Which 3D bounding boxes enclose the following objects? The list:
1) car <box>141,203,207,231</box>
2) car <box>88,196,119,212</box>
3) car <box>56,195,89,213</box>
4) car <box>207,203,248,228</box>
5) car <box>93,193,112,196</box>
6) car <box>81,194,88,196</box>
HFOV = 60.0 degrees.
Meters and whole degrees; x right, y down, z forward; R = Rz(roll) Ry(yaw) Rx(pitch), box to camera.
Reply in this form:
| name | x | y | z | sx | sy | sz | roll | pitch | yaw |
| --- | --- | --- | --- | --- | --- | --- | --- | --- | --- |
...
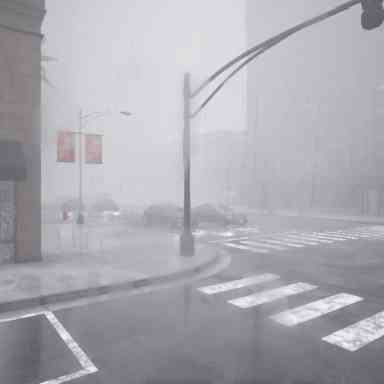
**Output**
| name | x | y | z | sx | sy | sz | roll | pitch | yaw |
| --- | --- | --- | --- | --- | --- | --- | --- | --- | --- |
| car | -1.464 | 1.480 | 20.696 | 1.837 | 1.490 | 4.892 | 0 | 1 | -36 |
| car | -9.907 | 1.509 | 37.997 | 1.994 | 1.385 | 4.181 | 0 | 0 | -36 |
| car | -13.423 | 1.451 | 37.322 | 1.837 | 1.490 | 4.892 | 0 | 0 | -36 |
| car | 1.588 | 1.501 | 22.049 | 1.812 | 1.442 | 4.674 | 0 | 0 | -37 |
| car | -15.480 | 1.130 | 57.180 | 2.150 | 2.045 | 5.566 | 0 | 0 | -36 |
| car | -21.522 | 1.244 | 65.473 | 2.097 | 1.767 | 4.553 | 0 | 0 | -32 |
